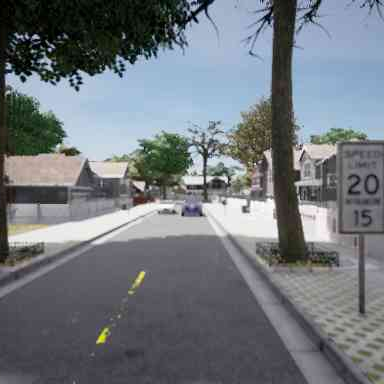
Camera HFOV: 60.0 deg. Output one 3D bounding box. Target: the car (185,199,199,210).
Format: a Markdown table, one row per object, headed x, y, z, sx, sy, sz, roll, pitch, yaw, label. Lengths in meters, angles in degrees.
| x | y | z | sx | sy | sz | roll | pitch | yaw | label |
| --- | --- | --- | --- | --- | --- | --- | --- | --- | --- |
| 0.038 | 1.718 | 46.928 | 1.994 | 1.385 | 4.181 | 0 | 0 | 1 | car |

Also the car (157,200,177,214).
| x | y | z | sx | sy | sz | roll | pitch | yaw | label |
| --- | --- | --- | --- | --- | --- | --- | --- | --- | --- |
| -2.749 | 1.648 | 36.933 | 1.812 | 1.442 | 4.674 | 0 | 0 | 0 | car |

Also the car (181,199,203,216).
| x | y | z | sx | sy | sz | roll | pitch | yaw | label |
| --- | --- | --- | --- | --- | --- | --- | --- | --- | --- |
| 0.007 | 1.463 | 33.809 | 2.097 | 1.767 | 4.553 | 0 | 0 | 0 | car |
